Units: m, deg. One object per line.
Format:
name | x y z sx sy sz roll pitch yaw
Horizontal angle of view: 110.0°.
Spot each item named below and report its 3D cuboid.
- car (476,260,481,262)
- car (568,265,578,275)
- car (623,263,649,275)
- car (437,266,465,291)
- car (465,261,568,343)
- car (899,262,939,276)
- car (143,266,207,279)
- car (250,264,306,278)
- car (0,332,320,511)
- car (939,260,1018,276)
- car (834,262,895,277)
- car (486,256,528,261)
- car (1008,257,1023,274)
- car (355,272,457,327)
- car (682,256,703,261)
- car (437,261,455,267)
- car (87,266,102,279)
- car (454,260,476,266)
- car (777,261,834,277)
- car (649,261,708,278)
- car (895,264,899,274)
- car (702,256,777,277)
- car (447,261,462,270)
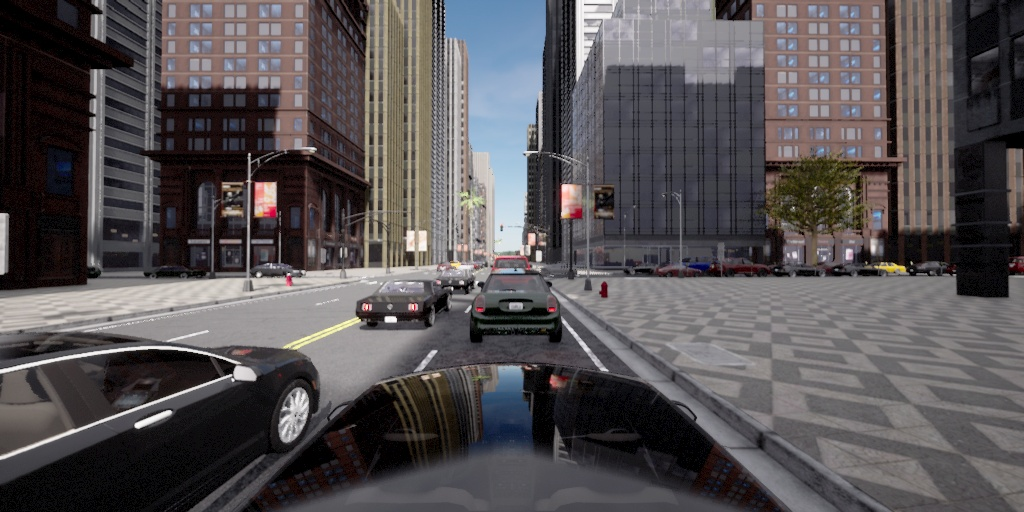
car | -6.703 1.741 61.071 1.895 1.301 4.718 0 -1 0
car | 5.108 1.493 39.504 4.181 1.385 1.994 0 -1 12
car | 15.101 1.483 41.488 4.313 1.339 1.948 0 0 -1
car | -3.192 1.422 20.761 1.895 1.301 4.718 0 0 0
car | 0.079 1.123 9.946 2.097 1.767 4.553 0 0 0
car | 42.517 1.288 36.079 4.674 1.442 1.812 0 -1 -1
car | -32.668 1.634 34.903 4.718 1.301 1.895 0 -1 0
car | -22.720 1.479 34.916 4.902 1.511 2.128 0 -1 0
car | -3.151 1.255 2.242 1.837 1.490 4.892 0 0 0
car | 43.438 1.270 33.463 4.507 1.381 1.888 0 0 -1
car | 32.162 1.316 33.263 4.313 1.339 1.948 0 0 -1
car | -0.039 1.035 19.467 2.150 2.045 5.566 0 0 0
car | 49.076 1.029 33.562 5.009 1.841 2.192 0 0 -1
car | -3.169 1.379 11.592 1.895 1.301 4.718 0 0 0
car | 19.431 1.085 38.827 5.566 2.045 2.150 -1 -1 -2
car | -9.949 1.596 53.162 1.812 1.442 4.674 0 0 -3
car | -43.591 1.304 34.897 5.566 2.045 2.150 0 -1 0
car | -6.704 1.661 51.907 1.895 1.301 4.718 0 0 0
car | 26.525 1.331 33.164 4.313 1.339 1.948 0 0 -1
car | 15.250 1.383 32.965 4.207 1.307 1.802 0 0 -1
car | 43.123 1.367 41.983 4.829 1.417 1.751 0 0 -1
car | 20.888 1.097 33.064 5.009 1.841 2.192 0 0 -1
car | -9.947 1.629 62.299 1.882 1.535 5.008 0 -1 0
